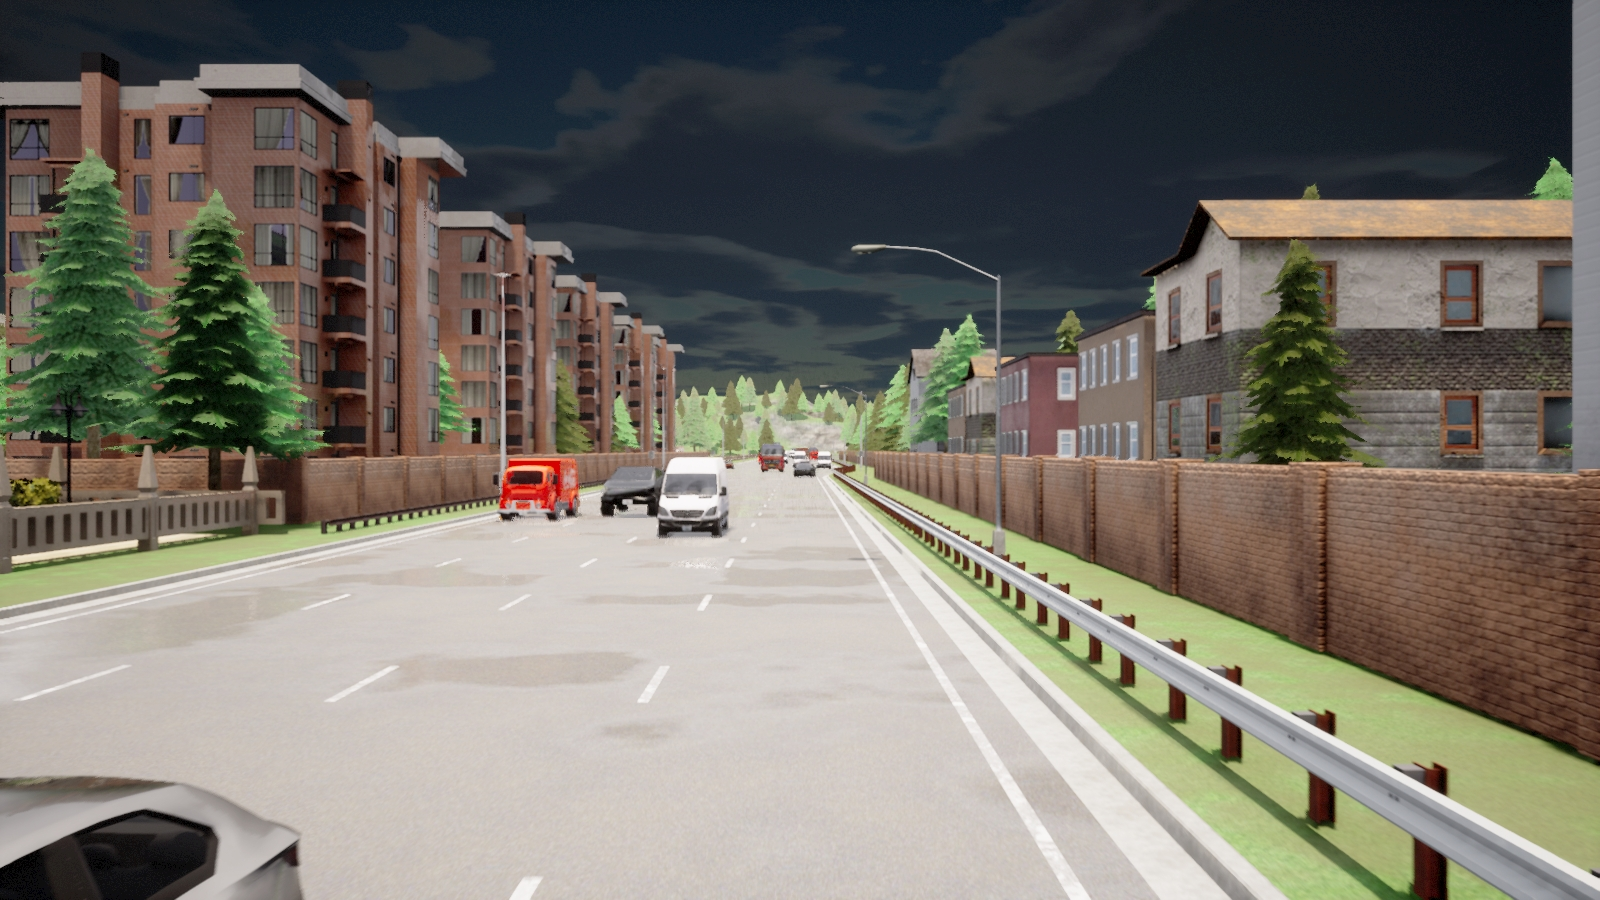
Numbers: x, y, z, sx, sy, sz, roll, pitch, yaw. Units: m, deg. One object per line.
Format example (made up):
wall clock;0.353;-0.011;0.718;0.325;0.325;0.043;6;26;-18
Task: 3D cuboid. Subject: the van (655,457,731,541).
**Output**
van;-3.484;1.538;38.145;1.988;2.561;5.915;0;0;0

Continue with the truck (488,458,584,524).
truck;-10.498;1.572;45.896;2.627;2.467;5.204;0;0;0

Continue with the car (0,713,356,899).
car;-3.246;2.066;3.630;1.816;1.474;4.193;0;0;4

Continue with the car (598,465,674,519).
car;-6.998;1.758;49.451;2.390;2.098;6.274;0;0;0
